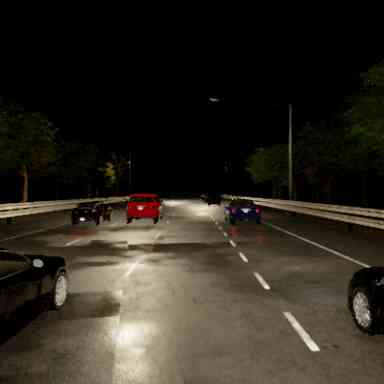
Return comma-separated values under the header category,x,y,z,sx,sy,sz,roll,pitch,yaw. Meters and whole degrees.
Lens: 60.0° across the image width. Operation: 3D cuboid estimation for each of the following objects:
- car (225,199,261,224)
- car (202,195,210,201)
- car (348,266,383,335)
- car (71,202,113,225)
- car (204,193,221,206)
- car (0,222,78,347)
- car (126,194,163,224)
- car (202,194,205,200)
category,x,y,z,sx,sy,sz,roll,pitch,yaw
car,3.599,1.307,24.355,2.097,1.767,4.553,0,0,0
car,3.615,1.458,86.184,1.994,1.385,4.181,0,0,0
car,3.599,1.497,3.808,1.837,1.490,4.892,0,0,0
car,-6.899,1.462,23.339,1.837,1.490,4.892,0,0,0
car,3.511,1.348,53.222,2.033,1.649,4.856,0,0,0
car,-3.400,1.469,4.676,1.882,1.535,5.008,0,0,0
car,-3.398,1.176,24.657,2.150,2.045,5.566,0,0,0
car,3.533,1.131,64.238,2.150,2.045,5.566,0,0,0
